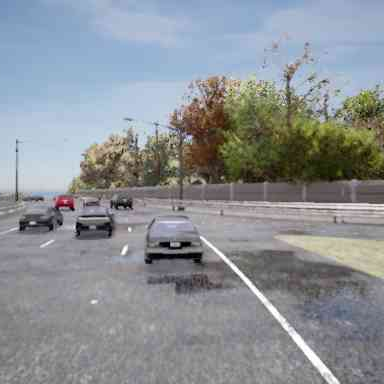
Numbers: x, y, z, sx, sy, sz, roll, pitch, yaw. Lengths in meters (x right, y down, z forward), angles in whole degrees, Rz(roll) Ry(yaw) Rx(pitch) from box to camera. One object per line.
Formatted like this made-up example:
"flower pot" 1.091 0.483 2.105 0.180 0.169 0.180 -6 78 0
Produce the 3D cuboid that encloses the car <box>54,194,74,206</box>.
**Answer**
"car" -16.569 1.299 43.087 2.150 2.045 5.566 0 0 -24

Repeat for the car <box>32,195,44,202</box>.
"car" -36.090 1.476 77.291 4.892 1.490 1.837 0 0 42

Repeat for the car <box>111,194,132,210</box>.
"car" -9.471 1.274 44.306 2.150 2.045 5.566 0 0 -23

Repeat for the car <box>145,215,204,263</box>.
"car" -0.729 1.555 12.041 2.033 1.411 5.357 0 0 -6

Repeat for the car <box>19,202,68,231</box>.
"car" -9.315 1.568 20.777 1.812 1.442 4.674 0 0 -11

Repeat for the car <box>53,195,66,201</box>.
"car" -31.707 1.514 79.583 1.994 1.385 4.181 0 0 -32

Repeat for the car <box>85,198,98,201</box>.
"car" -13.589 1.572 44.891 1.837 1.490 4.892 0 0 -24

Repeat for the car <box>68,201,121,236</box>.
"car" -5.293 1.518 18.660 2.128 1.511 4.902 0 0 -11

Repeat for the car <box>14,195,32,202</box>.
"car" -38.568 1.509 74.818 4.902 1.511 2.128 0 0 42
